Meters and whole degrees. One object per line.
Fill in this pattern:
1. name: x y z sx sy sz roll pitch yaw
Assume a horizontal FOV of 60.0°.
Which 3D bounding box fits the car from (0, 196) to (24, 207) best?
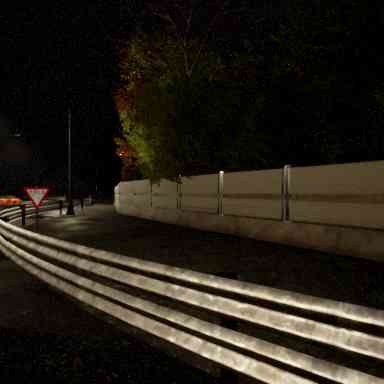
1. car: -28.197 1.349 51.606 2.097 1.767 4.553 0 0 -13
